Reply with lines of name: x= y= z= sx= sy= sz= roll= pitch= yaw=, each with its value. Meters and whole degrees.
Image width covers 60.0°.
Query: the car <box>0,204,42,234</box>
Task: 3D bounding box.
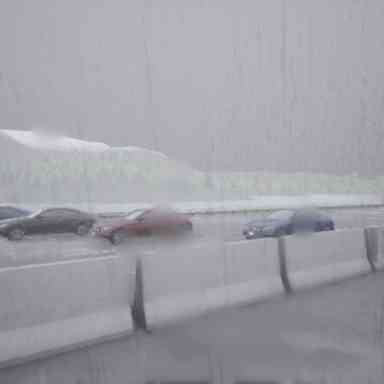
car: x=-10.680 y=1.442 z=17.724 sx=4.674 sy=1.442 sz=1.812 roll=0 pitch=0 yaw=-35

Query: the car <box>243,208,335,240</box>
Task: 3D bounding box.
car: x=4.448 y=1.446 z=14.986 sx=4.674 sy=1.442 sz=1.812 roll=0 pitch=0 yaw=-31

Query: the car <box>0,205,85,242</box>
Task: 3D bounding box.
car: x=-6.871 y=1.447 z=16.098 sx=4.674 sy=1.442 sz=1.812 roll=0 pitch=0 yaw=-34

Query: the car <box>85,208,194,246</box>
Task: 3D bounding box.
car: x=-2.118 y=1.450 z=15.031 sx=4.674 sy=1.442 sz=1.812 roll=0 pitch=0 yaw=-33
